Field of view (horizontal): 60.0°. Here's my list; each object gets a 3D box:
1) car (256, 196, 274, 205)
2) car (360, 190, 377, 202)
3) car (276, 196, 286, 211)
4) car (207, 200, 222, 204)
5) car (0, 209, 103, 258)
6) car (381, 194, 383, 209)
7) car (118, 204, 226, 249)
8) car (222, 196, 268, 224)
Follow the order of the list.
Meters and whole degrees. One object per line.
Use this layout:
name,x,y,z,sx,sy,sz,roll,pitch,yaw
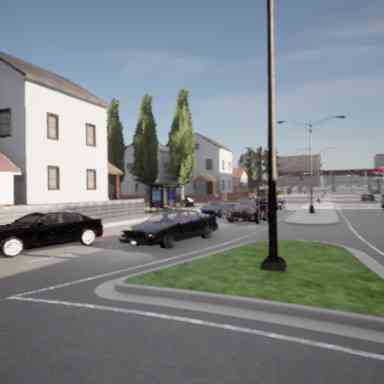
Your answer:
car,11.111,1.257,50.404,1.895,1.301,4.718,-1,0,22
car,30.430,0.857,57.864,2.128,1.511,4.902,-1,0,22
car,8.987,1.231,35.894,2.128,1.511,4.902,-1,0,22
car,2.162,1.408,28.324,2.033,1.411,5.357,-1,0,22
car,-5.962,1.504,13.415,1.882,1.535,5.008,-1,0,37
car,20.651,0.811,33.587,2.150,2.045,5.566,-1,0,21
car,-0.762,1.498,14.765,2.033,1.411,5.357,-1,0,33
car,3.983,1.205,23.667,2.097,1.767,4.553,-1,0,23
